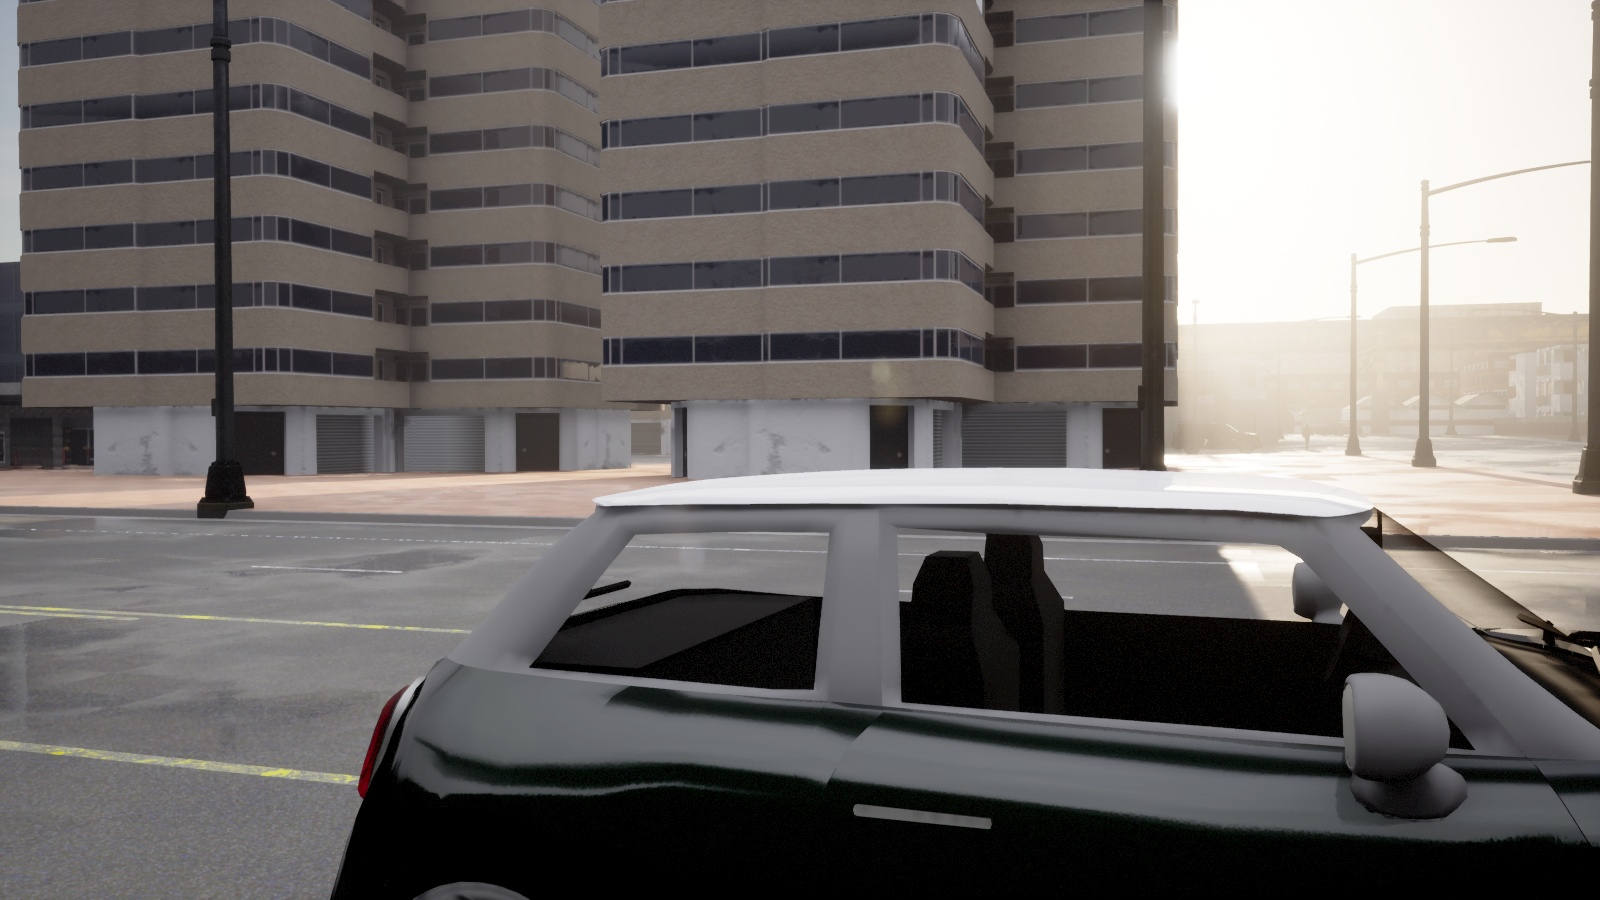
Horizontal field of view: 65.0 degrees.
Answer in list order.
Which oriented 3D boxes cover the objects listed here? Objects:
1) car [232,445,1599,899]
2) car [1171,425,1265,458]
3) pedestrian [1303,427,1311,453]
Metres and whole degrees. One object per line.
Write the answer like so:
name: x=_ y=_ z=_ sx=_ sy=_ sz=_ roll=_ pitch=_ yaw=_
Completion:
car: x=0.941 y=0.749 z=2.925 sx=3.806 sy=1.475 sz=1.970 roll=1 pitch=1 yaw=19
car: x=26.376 y=-0.518 z=79.477 sx=5.566 sy=2.045 sz=2.150 roll=0 pitch=1 yaw=17
pedestrian: x=36.428 y=-0.696 z=90.183 sx=0.431 sy=1.840 sz=0.709 roll=0 pitch=1 yaw=13
